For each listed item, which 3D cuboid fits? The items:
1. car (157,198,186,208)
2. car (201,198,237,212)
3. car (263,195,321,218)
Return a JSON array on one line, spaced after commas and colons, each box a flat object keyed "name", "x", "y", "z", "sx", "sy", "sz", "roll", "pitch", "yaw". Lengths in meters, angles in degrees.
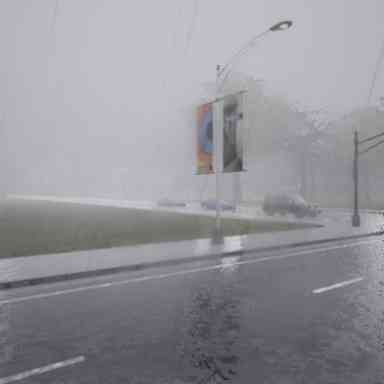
[{"name": "car", "x": -2.979, "y": 1.534, "z": 47.392, "sx": 2.033, "sy": 1.411, "sz": 5.357, "roll": 0, "pitch": 0, "yaw": -36}, {"name": "car", "x": 3.096, "y": 1.495, "z": 39.040, "sx": 1.882, "sy": 1.535, "sz": 5.008, "roll": 0, "pitch": 0, "yaw": -36}, {"name": "car", "x": 9.099, "y": 1.275, "z": 30.800, "sx": 2.150, "sy": 2.045, "sz": 5.566, "roll": 0, "pitch": 0, "yaw": -36}]
